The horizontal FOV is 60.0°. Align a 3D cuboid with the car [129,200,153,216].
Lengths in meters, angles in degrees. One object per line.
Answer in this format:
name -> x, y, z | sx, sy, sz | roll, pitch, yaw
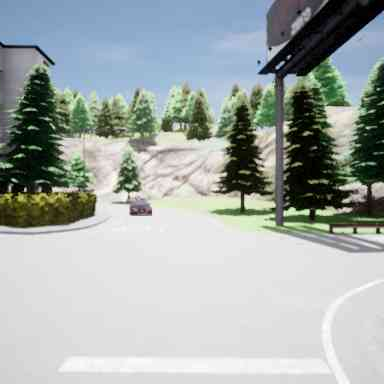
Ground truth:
car -> -4.797, 1.462, 30.955 | 1.994, 1.385, 4.181 | 0, 0, -13
